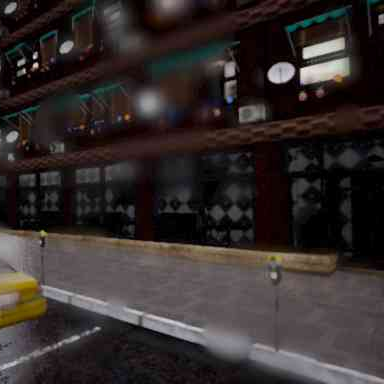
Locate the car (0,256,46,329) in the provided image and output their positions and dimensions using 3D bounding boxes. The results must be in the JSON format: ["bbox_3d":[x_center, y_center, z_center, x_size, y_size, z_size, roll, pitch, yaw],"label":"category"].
[{"bbox_3d":[-4.655,1.594,6.207,4.829,1.417,1.752,-1,-1,36],"label":"car"}]
